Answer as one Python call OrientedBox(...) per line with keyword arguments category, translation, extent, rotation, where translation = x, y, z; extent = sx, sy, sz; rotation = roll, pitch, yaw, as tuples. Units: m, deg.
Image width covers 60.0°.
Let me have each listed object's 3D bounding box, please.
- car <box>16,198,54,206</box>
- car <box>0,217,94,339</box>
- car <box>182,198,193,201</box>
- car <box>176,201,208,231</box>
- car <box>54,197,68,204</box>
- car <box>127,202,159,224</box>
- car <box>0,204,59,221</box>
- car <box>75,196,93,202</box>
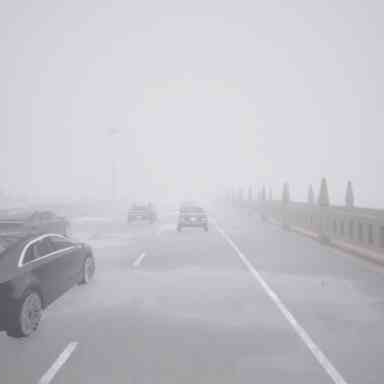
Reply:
OrientedBox(category="car", translation=(-14.393, 1.527, 29.607), extent=(1.812, 1.442, 4.674), rotation=(0, 0, -2))
OrientedBox(category="car", translation=(-3.400, 1.492, 6.565), extent=(2.128, 1.511, 4.902), rotation=(0, 0, 0))
OrientedBox(category="car", translation=(-0.575, 1.527, 42.396), extent=(1.812, 1.442, 4.674), rotation=(0, 0, -2))
OrientedBox(category="car", translation=(-0.005, 1.548, 20.814), extent=(2.033, 1.411, 5.357), rotation=(0, 0, -1))
OrientedBox(category="car", translation=(-22.029, 1.562, 54.509), extent=(2.033, 1.411, 5.357), rotation=(0, 0, -2))
OrientedBox(category="car", translation=(-3.598, 1.492, 24.710), extent=(2.128, 1.511, 4.902), rotation=(0, 0, -1))
OrientedBox(category="car", translation=(-6.928, 1.505, 14.681), extent=(1.837, 1.490, 4.892), rotation=(0, 0, 0))
OrientedBox(category="car", translation=(-18.617, 1.406, 57.637), extent=(2.097, 1.767, 4.553), rotation=(0, 0, -2))
